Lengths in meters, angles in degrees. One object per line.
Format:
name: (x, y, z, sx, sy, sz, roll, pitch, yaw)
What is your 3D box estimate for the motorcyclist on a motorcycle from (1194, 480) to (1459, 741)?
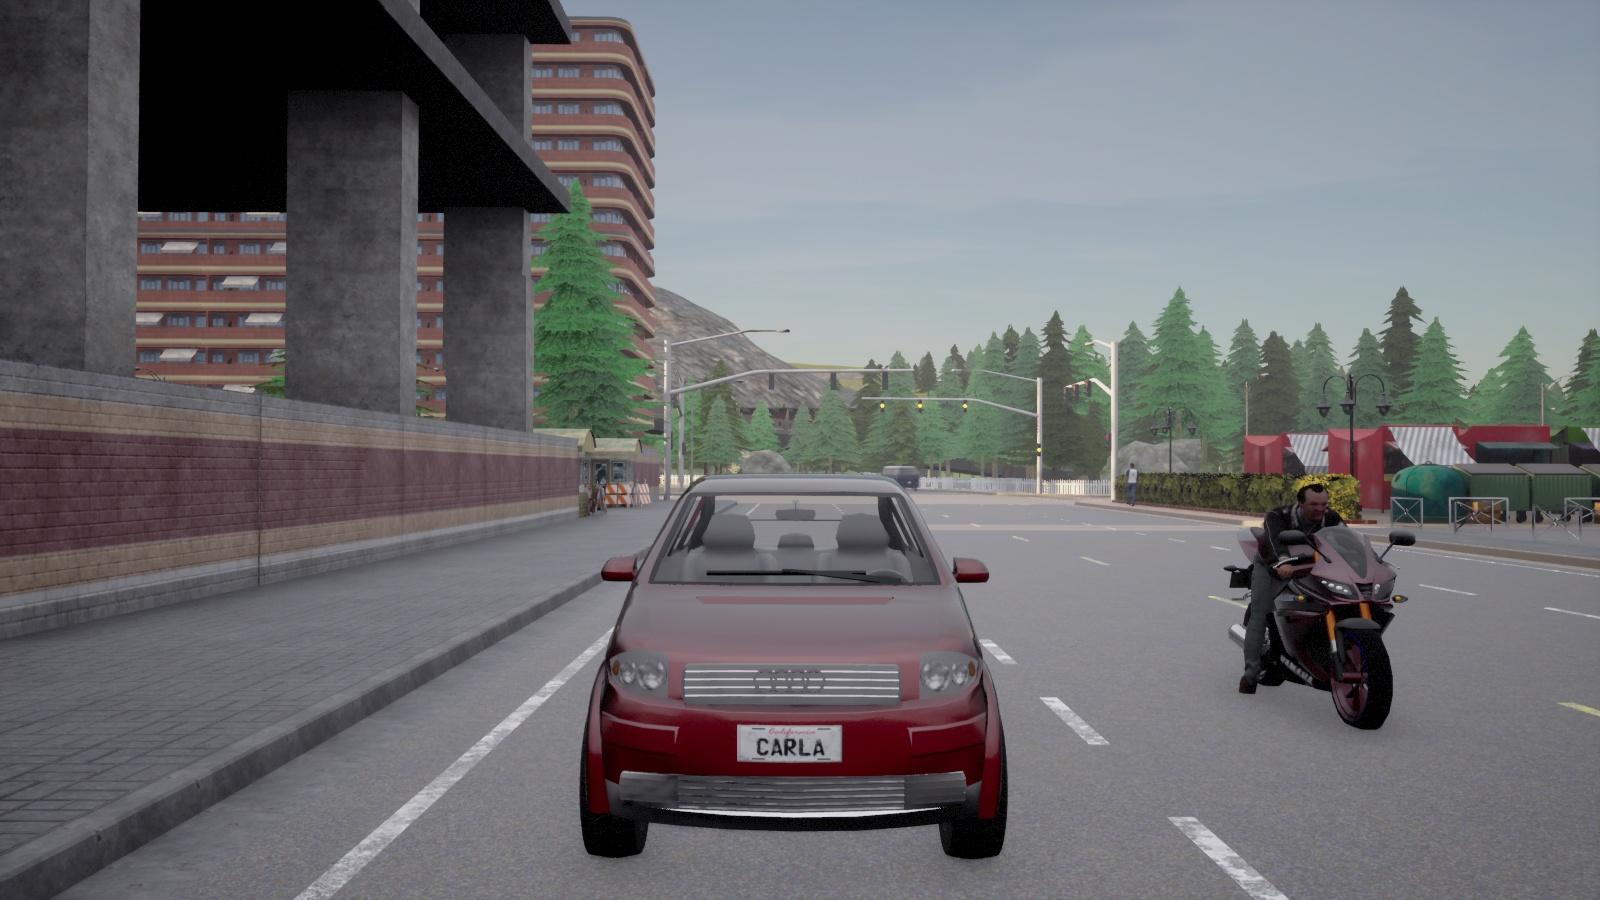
motorcyclist on a motorcycle: (3.476, 0.979, 8.565, 0.866, 1.530, 2.191, 0, -1, 0)

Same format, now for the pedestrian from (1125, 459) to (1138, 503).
pedestrian: (13.791, 1.289, 52.287, 0.354, 1.836, 0.706, 0, -1, 0)

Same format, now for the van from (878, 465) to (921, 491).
van: (7.655, 2.166, 97.269, 1.775, 1.987, 4.442, 0, -1, -18)

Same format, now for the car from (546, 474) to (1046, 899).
car: (-0.016, 0.900, 6.363, 1.789, 1.549, 3.705, 0, -1, 0)
